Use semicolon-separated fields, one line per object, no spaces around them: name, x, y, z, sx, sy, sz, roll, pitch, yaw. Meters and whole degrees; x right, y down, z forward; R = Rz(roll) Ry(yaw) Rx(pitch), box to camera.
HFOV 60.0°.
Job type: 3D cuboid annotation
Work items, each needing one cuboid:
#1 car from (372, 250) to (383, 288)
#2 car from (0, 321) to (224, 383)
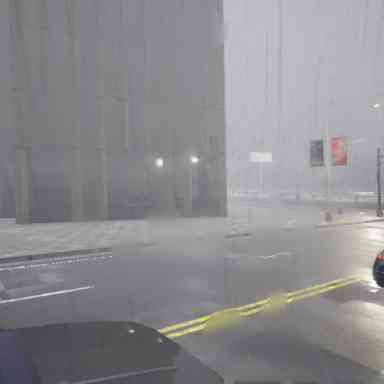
car;6.163;1.559;7.917;4.181;1.385;1.994;0;0;-35
car;-2.239;1.548;1.810;5.357;1.411;2.033;0;0;-35
